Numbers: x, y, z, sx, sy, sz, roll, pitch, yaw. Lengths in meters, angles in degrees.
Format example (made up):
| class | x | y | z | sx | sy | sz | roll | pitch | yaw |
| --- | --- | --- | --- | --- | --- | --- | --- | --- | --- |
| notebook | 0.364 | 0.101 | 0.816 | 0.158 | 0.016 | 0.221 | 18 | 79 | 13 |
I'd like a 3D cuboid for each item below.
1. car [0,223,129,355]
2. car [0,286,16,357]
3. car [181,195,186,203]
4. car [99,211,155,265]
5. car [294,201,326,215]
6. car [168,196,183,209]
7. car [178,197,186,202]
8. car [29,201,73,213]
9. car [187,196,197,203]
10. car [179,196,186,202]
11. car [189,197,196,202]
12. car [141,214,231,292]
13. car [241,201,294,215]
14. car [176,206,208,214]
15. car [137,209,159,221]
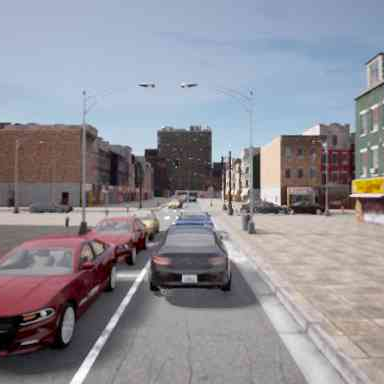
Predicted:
| class | x | y | z | sx | sy | sz | roll | pitch | yaw |
| --- | --- | --- | --- | --- | --- | --- | --- | --- | --- |
| car | -2.629 | 1.562 | 6.312 | 1.887 | 1.381 | 4.507 | 0 | 0 | 0 |
| car | -2.633 | 1.553 | 0.818 | 2.008 | 1.369 | 4.403 | 0 | 0 | 0 |
| car | -2.591 | 1.534 | 54.701 | 2.192 | 1.841 | 5.009 | 0 | 0 | 0 |
| car | -2.625 | 1.579 | 11.806 | 1.887 | 1.381 | 4.507 | 0 | 0 | 0 |
| car | 12.480 | 1.769 | 37.465 | 5.008 | 1.535 | 1.882 | 1 | -1 | 0 |
| car | -2.596 | 1.716 | 49.088 | 1.752 | 1.417 | 4.829 | 0 | 0 | 0 |
| car | -2.567 | 1.954 | 87.365 | 1.887 | 1.381 | 4.507 | 0 | 0 | 0 |
| car | -14.511 | 1.582 | 34.400 | 4.181 | 1.385 | 1.994 | 0 | -1 | 0 |
| car | 0.062 | 1.718 | 79.786 | 2.097 | 1.767 | 4.553 | 0 | 0 | 0 |
| car | -2.562 | 1.881 | 92.810 | 1.967 | 1.590 | 4.097 | 0 | 0 | 0 |
| car | 0.070 | 2.020 | 89.966 | 1.895 | 1.301 | 4.718 | 0 | 0 | 0 |
| car | -0.023 | 1.551 | 8.874 | 1.812 | 1.442 | 4.674 | 0 | 0 | 1 |
| car | 7.617 | 1.710 | 34.650 | 4.892 | 1.490 | 1.837 | 1 | -3 | -5 |
| car | 0.111 | 1.658 | 18.309 | 1.895 | 1.301 | 4.718 | 0 | 0 | 0 |
| car | -2.621 | 1.578 | 17.130 | 1.752 | 1.417 | 4.829 | 0 | 0 | 0 |
